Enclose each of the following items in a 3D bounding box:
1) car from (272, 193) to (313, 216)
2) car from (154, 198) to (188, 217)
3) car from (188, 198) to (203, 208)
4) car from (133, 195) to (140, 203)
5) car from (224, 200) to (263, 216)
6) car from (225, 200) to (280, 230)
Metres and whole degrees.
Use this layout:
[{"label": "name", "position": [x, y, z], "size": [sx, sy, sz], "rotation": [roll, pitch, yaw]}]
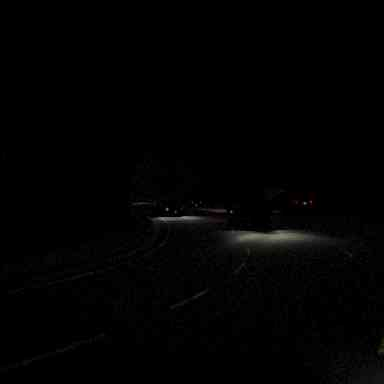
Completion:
[{"label": "car", "position": [8.926, 1.084, 31.083], "size": [2.150, 2.045, 5.566], "rotation": [0, 0, -16]}, {"label": "car", "position": [-2.152, 1.436, 30.808], "size": [1.812, 1.442, 4.674], "rotation": [0, 0, -19]}, {"label": "car", "position": [-0.249, 1.455, 46.025], "size": [1.895, 1.301, 4.718], "rotation": [0, 0, -21]}, {"label": "car", "position": [-11.286, 1.373, 64.360], "size": [1.812, 1.442, 4.674], "rotation": [0, 0, -21]}, {"label": "car", "position": [4.887, 1.480, 32.307], "size": [1.895, 1.301, 4.718], "rotation": [0, 0, -18]}, {"label": "car", "position": [3.542, 1.398, 21.005], "size": [1.882, 1.535, 5.008], "rotation": [0, 0, -7]}]
